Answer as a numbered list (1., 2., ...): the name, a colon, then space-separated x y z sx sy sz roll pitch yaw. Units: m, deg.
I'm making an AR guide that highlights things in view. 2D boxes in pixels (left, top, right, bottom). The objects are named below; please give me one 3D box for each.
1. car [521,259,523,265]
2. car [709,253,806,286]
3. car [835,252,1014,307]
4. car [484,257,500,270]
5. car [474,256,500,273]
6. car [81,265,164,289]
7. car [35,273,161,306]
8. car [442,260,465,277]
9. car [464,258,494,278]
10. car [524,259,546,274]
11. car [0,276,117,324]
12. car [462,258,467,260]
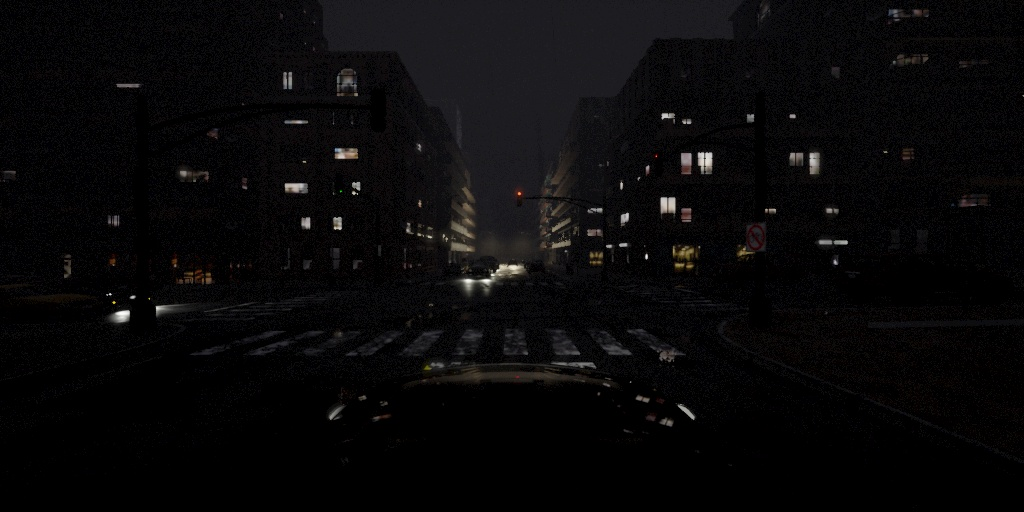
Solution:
1. car: 2.803 1.348 57.832 1.802 1.307 4.207 0 0 0
2. car: 14.615 0.759 21.412 5.009 1.841 2.192 0 0 0
3. car: 14.733 0.775 13.032 5.009 1.841 2.192 0 0 0
4. car: -2.979 1.116 54.416 2.097 1.767 4.553 0 0 0
5. car: -3.014 0.981 44.083 2.150 2.045 5.566 0 0 0
6. car: -23.560 1.462 21.123 5.009 1.841 2.192 0 0 0
7. car: -18.295 1.628 15.400 4.181 1.385 1.994 -1 0 0
8. car: -5.623 1.322 35.117 1.948 1.339 4.313 0 0 0
9. car: -3.036 1.233 34.102 1.882 1.535 5.008 0 0 0
10. car: 2.769 1.198 40.785 1.967 1.591 4.097 0 0 0
11. car: -17.608 1.585 12.815 4.829 1.417 1.751 0 0 0
12. car: -5.612 1.283 40.630 1.751 1.417 4.829 0 0 0
